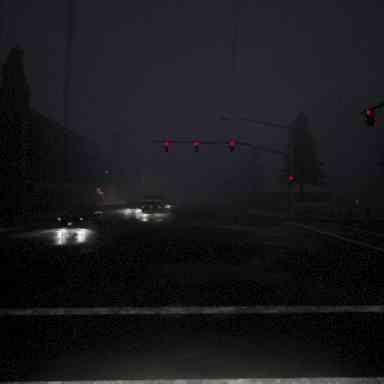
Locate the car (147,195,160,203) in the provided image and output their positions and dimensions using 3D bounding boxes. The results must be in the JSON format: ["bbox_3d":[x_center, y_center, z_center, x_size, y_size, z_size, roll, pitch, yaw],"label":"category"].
[{"bbox_3d":[-8.189,1.452,71.331,2.128,1.511,4.902,0,0,-1],"label":"car"}]

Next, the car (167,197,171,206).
[{"bbox_3d":[-4.538,1.470,54.349,1.812,1.442,4.674,0,0,-1],"label":"car"}]

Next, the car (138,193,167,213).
[{"bbox_3d":[-4.311,1.183,37.530,2.150,2.045,5.566,0,0,-1],"label":"car"}]

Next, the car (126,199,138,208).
[{"bbox_3d":[-7.830,1.556,45.762,1.895,1.301,4.718,0,0,-1],"label":"car"}]

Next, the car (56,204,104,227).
[{"bbox_3d":[-7.485,1.542,22.826,2.033,1.411,5.357,0,0,-2],"label":"car"}]
